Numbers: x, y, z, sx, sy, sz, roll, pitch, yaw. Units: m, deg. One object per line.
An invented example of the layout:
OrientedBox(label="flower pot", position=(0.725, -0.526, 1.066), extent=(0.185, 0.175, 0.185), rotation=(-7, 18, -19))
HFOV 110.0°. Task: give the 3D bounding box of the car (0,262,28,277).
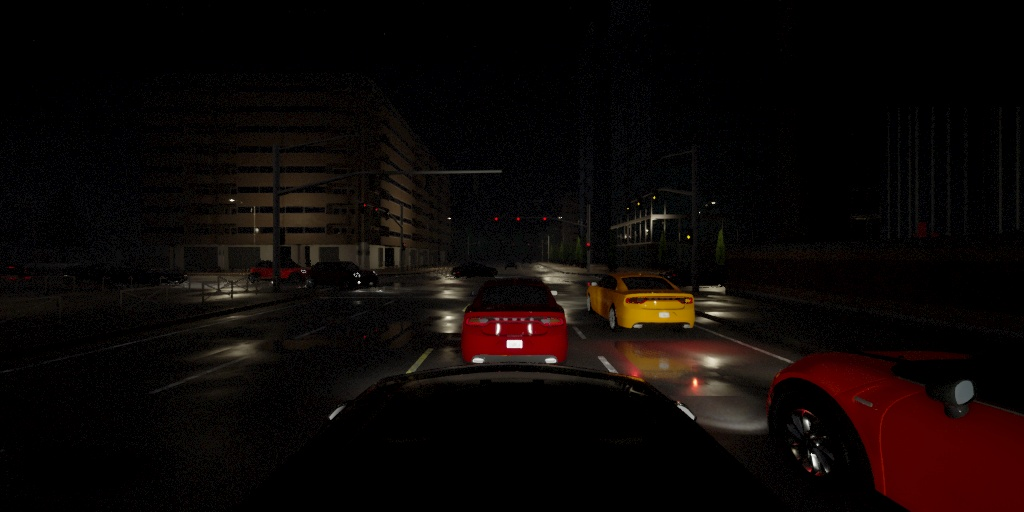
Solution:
OrientedBox(label="car", position=(-50.346, 1.297, 34.885), extent=(4.902, 1.511, 2.128), rotation=(0, 0, 1))

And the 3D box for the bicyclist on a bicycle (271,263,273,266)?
OrientedBox(label="bicyclist on a bicycle", position=(-25.535, 1.106, 38.622), extent=(0.582, 1.620, 1.656), rotation=(0, 0, 0))

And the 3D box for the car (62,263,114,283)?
OrientedBox(label="car", position=(-31.478, 1.294, 27.662), extent=(4.902, 1.511, 2.128), rotation=(0, 0, 0))

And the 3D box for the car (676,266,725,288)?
OrientedBox(label="car", position=(12.501, 1.370, 23.994), extent=(4.181, 1.385, 1.994), rotation=(0, 0, 0))

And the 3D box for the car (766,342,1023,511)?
OrientedBox(label="car", position=(3.600, 1.102, 1.717), extent=(2.097, 1.767, 4.553), rotation=(0, 0, 0))

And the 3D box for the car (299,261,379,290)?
OrientedBox(label="car", position=(-10.764, 1.138, 22.844), extent=(4.553, 1.767, 2.097), rotation=(0, 0, 20))

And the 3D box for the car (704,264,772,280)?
OrientedBox(label="car", position=(19.523, 1.406, 31.167), extent=(4.718, 1.301, 1.895), rotation=(0, 0, 0))

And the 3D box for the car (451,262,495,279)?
OrientedBox(label="car", position=(-3.401, 1.302, 32.588), extent=(1.812, 1.442, 4.674), rotation=(1, 1, 43))

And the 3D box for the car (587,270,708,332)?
OrientedBox(label="car", position=(3.578, 1.228, 10.863), extent=(1.882, 1.535, 5.008), rotation=(0, 0, 0))

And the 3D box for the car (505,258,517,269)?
OrientedBox(label="car", position=(-0.134, 1.297, 57.684), extent=(2.033, 1.411, 5.357), rotation=(0, 0, 1))

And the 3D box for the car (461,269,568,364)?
OrientedBox(label="car", position=(0.059, 1.228, 8.088), extent=(1.882, 1.535, 5.008), rotation=(0, 0, 0))

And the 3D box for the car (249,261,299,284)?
OrientedBox(label="car", position=(-17.451, 1.157, 27.618), extent=(4.553, 1.767, 2.097), rotation=(0, 0, 0))

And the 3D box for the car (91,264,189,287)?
OrientedBox(label="car", position=(-24.748, 1.406, 24.135), extent=(4.718, 1.301, 1.895), rotation=(0, 0, 0))
